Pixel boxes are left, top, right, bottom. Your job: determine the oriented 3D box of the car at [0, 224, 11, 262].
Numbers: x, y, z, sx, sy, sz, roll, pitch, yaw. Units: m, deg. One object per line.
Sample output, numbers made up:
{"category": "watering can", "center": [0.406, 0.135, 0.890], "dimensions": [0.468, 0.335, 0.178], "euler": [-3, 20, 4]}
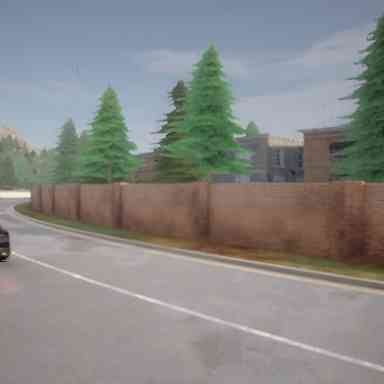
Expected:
{"category": "car", "center": [-7.359, 1.365, 10.551], "dimensions": [4.892, 1.490, 1.837], "euler": [1, 1, 44]}
